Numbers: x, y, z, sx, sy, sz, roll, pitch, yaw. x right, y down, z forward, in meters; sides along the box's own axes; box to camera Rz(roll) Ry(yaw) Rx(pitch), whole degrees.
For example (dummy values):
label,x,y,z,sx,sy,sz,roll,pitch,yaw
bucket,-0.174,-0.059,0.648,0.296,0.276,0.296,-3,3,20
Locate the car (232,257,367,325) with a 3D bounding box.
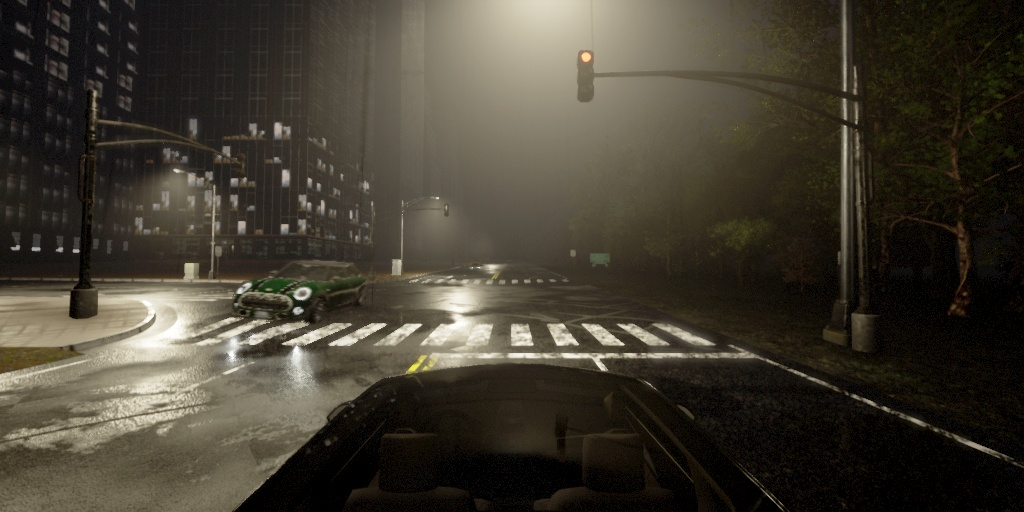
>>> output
label,x,y,z,sx,sy,sz,roll,pitch,yaw
car,-6.433,0.932,11.550,2.097,1.767,4.553,5,0,0
